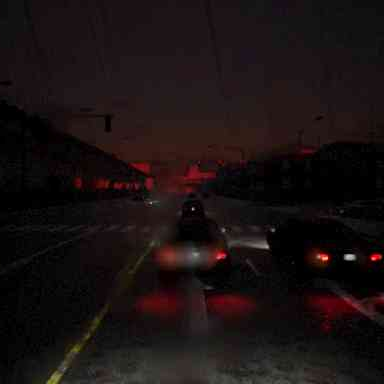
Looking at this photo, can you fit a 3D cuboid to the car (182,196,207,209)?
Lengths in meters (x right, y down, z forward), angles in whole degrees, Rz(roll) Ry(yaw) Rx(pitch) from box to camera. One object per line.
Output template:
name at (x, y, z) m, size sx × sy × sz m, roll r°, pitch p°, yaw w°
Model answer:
car at (0.094, 1.356, 28.079) m, size 2.033 × 1.411 × 5.357 m, roll 0°, pitch 0°, yaw 0°

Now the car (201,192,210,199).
car at (3.526, 0.937, 85.620) m, size 2.128 × 1.511 × 4.902 m, roll 0°, pitch 0°, yaw 0°

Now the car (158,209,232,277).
car at (0.072, 1.478, 9.957) m, size 2.033 × 1.411 × 5.357 m, roll 0°, pitch 0°, yaw 0°

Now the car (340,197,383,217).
car at (14.417, 1.343, 26.872) m, size 4.674 × 1.442 × 1.812 m, roll 0°, pitch 0°, yaw 0°

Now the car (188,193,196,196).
car at (0.026, 0.912, 85.611) m, size 1.837 × 1.490 × 4.892 m, roll 0°, pitch 0°, yaw 0°

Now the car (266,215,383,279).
car at (3.564, 1.479, 9.857) m, size 2.033 × 1.411 × 5.357 m, roll 0°, pitch 0°, yaw 2°

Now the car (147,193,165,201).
car at (-6.994, 1.158, 64.924) m, size 1.895 × 1.301 × 4.718 m, roll 0°, pitch 0°, yaw 0°

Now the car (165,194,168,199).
car at (-6.975, 1.042, 81.182) m, size 1.895 × 1.301 × 4.718 m, roll 0°, pitch 0°, yaw 0°

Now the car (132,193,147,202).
car at (-10.498, 1.035, 64.956) m, size 1.882 × 1.535 × 5.008 m, roll 0°, pitch 0°, yaw 0°
